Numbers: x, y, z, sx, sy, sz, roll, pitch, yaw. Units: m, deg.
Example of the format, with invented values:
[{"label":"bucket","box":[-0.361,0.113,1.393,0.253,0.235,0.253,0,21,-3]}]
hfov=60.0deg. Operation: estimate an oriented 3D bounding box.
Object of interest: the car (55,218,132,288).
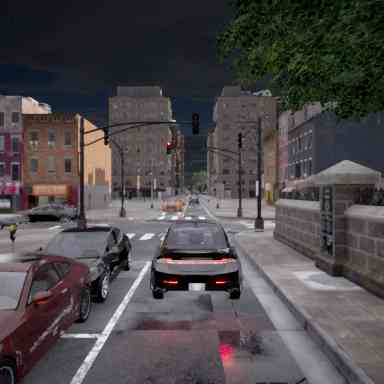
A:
[{"label":"car","box":[-2.627,1.566,8.228,1.947,1.339,4.313,0,0,0]}]

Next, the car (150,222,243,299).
[{"label":"car","box":[0.095,1.492,8.406,2.128,1.511,4.902,0,0,0]}]

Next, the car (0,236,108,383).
[{"label":"car","box":[-2.631,1.582,4.565,1.802,1.307,4.206,0,0,0]}]

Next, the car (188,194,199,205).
[{"label":"car","box":[0.360,1.514,60.437,1.812,1.442,4.674,0,0,0]}]

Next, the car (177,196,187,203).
[{"label":"car","box":[-2.139,1.522,70.005,1.994,1.385,4.181,0,0,0]}]

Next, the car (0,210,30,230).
[{"label":"car","box":[-13.309,1.730,21.142,4.718,1.301,1.895,-1,0,0]}]

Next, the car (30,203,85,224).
[{"label":"car","box":[-10.298,1.586,23.985,4.902,1.511,2.128,-1,0,-4]}]

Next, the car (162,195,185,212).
[{"label":"car","box":[-2.241,1.346,37.987,2.097,1.767,4.553,0,0,0]}]
